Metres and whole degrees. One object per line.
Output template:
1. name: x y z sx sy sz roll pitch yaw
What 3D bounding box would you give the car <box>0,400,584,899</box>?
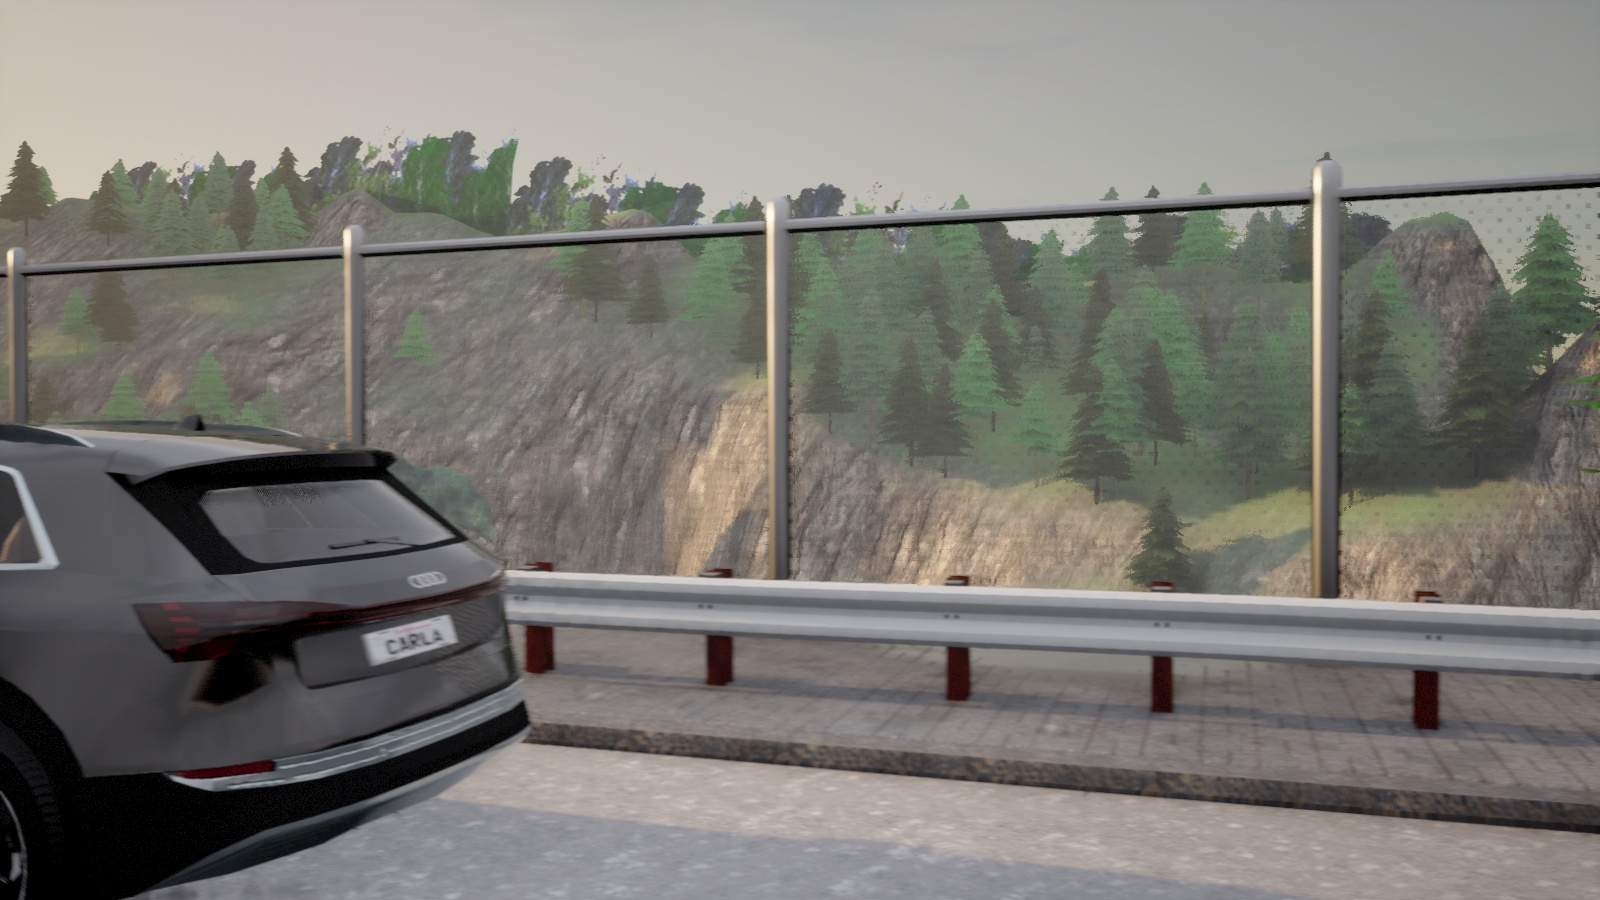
1. car: -3.505 0.664 4.910 4.856 1.649 2.033 1 1 18
